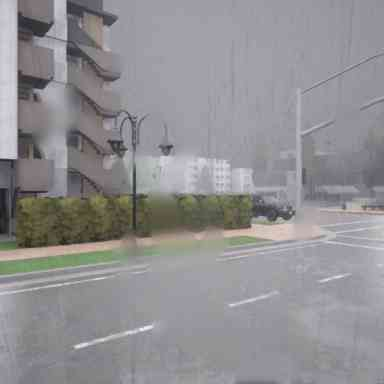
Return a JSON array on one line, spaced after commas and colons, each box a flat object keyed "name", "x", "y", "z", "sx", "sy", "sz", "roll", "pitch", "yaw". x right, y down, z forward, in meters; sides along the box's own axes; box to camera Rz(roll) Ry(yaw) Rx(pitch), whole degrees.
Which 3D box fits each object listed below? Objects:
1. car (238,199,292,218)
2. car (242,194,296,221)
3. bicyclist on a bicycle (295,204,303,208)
[{"name": "car", "x": 6.845, "y": 1.477, "z": 31.621, "sx": 1.882, "sy": 1.535, "sz": 5.008, "roll": 0, "pitch": 0, "yaw": -37}, {"name": "car", "x": 5.740, "y": 1.221, "z": 27.303, "sx": 2.150, "sy": 2.045, "sz": 5.566, "roll": 0, "pitch": 0, "yaw": -38}, {"name": "bicyclist on a bicycle", "x": 13.385, "y": 1.300, "z": 41.654, "sx": 1.656, "sy": 1.620, "sz": 0.582, "roll": 0, "pitch": 0, "yaw": -39}]
